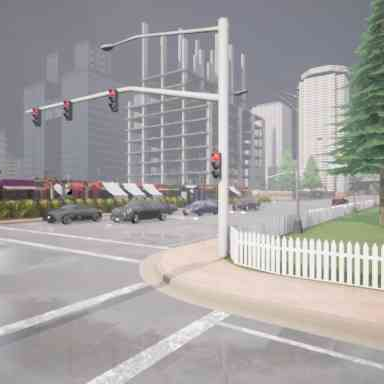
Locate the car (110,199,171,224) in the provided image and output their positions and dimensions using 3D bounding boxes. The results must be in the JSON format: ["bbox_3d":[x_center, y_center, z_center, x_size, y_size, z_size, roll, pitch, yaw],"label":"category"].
[{"bbox_3d":[-3.986,1.346,25.185,2.097,1.767,4.553,0,0,34],"label":"car"}]

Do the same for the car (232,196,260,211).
[{"bbox_3d":[6.587,1.498,40.815,1.837,1.490,4.892,0,0,34],"label":"car"}]

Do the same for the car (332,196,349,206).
[{"bbox_3d":[23.981,1.474,53.722,1.882,1.535,5.008,0,0,34],"label":"car"}]

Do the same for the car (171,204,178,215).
[{"bbox_3d":[-3.524,1.540,32.122,2.033,1.411,5.357,0,0,34],"label":"car"}]

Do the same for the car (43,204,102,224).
[{"bbox_3d":[-8.699,1.557,24.463,1.994,1.385,4.181,0,0,34],"label":"car"}]

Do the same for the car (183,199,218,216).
[{"bbox_3d":[0.959,1.519,32.484,1.812,1.442,4.674,0,0,34],"label":"car"}]

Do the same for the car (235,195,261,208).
[{"bbox_3d":[8.482,1.344,49.805,2.097,1.767,4.553,0,0,35],"label":"car"}]

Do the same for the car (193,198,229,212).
[{"bbox_3d":[2.411,1.540,40.909,2.033,1.411,5.357,0,0,33],"label":"car"}]
